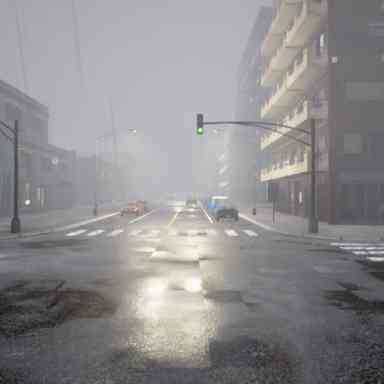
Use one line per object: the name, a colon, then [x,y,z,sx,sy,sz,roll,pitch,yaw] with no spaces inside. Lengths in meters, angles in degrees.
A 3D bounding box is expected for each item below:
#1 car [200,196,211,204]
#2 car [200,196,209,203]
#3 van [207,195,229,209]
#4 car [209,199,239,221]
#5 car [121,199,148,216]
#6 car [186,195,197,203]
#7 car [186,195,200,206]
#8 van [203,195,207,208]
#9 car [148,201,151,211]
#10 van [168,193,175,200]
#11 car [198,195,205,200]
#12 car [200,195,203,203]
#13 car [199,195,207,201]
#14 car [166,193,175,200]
car: [2.645,1.529,65.597,1.947,1.339,4.313,1,0,0]
car: [2.640,1.522,71.178,1.947,1.339,4.313,1,0,0]
van: [2.677,1.333,32.112,1.690,1.788,3.998,1,0,0]
car: [2.679,1.546,26.533,2.008,1.369,4.403,1,0,0]
car: [-5.707,1.574,32.069,1.802,1.307,4.206,1,0,0]
car: [-0.059,1.454,66.438,2.128,1.511,4.902,0,0,0]
car: [-0.049,1.466,56.015,2.128,1.511,4.902,0,0,0]
van: [2.667,1.327,43.275,1.690,1.788,3.998,1,0,0]
car: [-5.711,1.534,37.650,1.887,1.381,4.507,1,0,0]
van: [-5.756,1.261,93.452,1.690,1.788,3.998,1,0,0]
car: [2.621,1.470,93.502,2.008,1.369,4.403,1,0,0]
car: [2.655,1.501,54.605,1.752,1.417,4.829,1,0,0]
car: [2.631,1.483,82.340,1.887,1.381,4.507,1,0,0]
car: [-5.755,1.495,87.872,1.947,1.339,4.313,1,0,0]
